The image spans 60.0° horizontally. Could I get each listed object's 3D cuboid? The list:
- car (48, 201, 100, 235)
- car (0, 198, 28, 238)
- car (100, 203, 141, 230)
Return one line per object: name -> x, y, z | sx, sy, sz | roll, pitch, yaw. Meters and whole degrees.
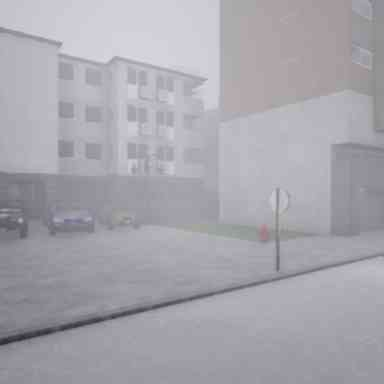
car -> -6.783, 1.334, 18.435 | 2.242, 1.667, 4.611 | 0, 0, -25
car -> -9.175, 1.236, 16.447 | 1.905, 1.878, 3.866 | 0, 0, -25
car -> -4.461, 1.395, 20.263 | 1.816, 1.474, 4.193 | 0, 0, -25
